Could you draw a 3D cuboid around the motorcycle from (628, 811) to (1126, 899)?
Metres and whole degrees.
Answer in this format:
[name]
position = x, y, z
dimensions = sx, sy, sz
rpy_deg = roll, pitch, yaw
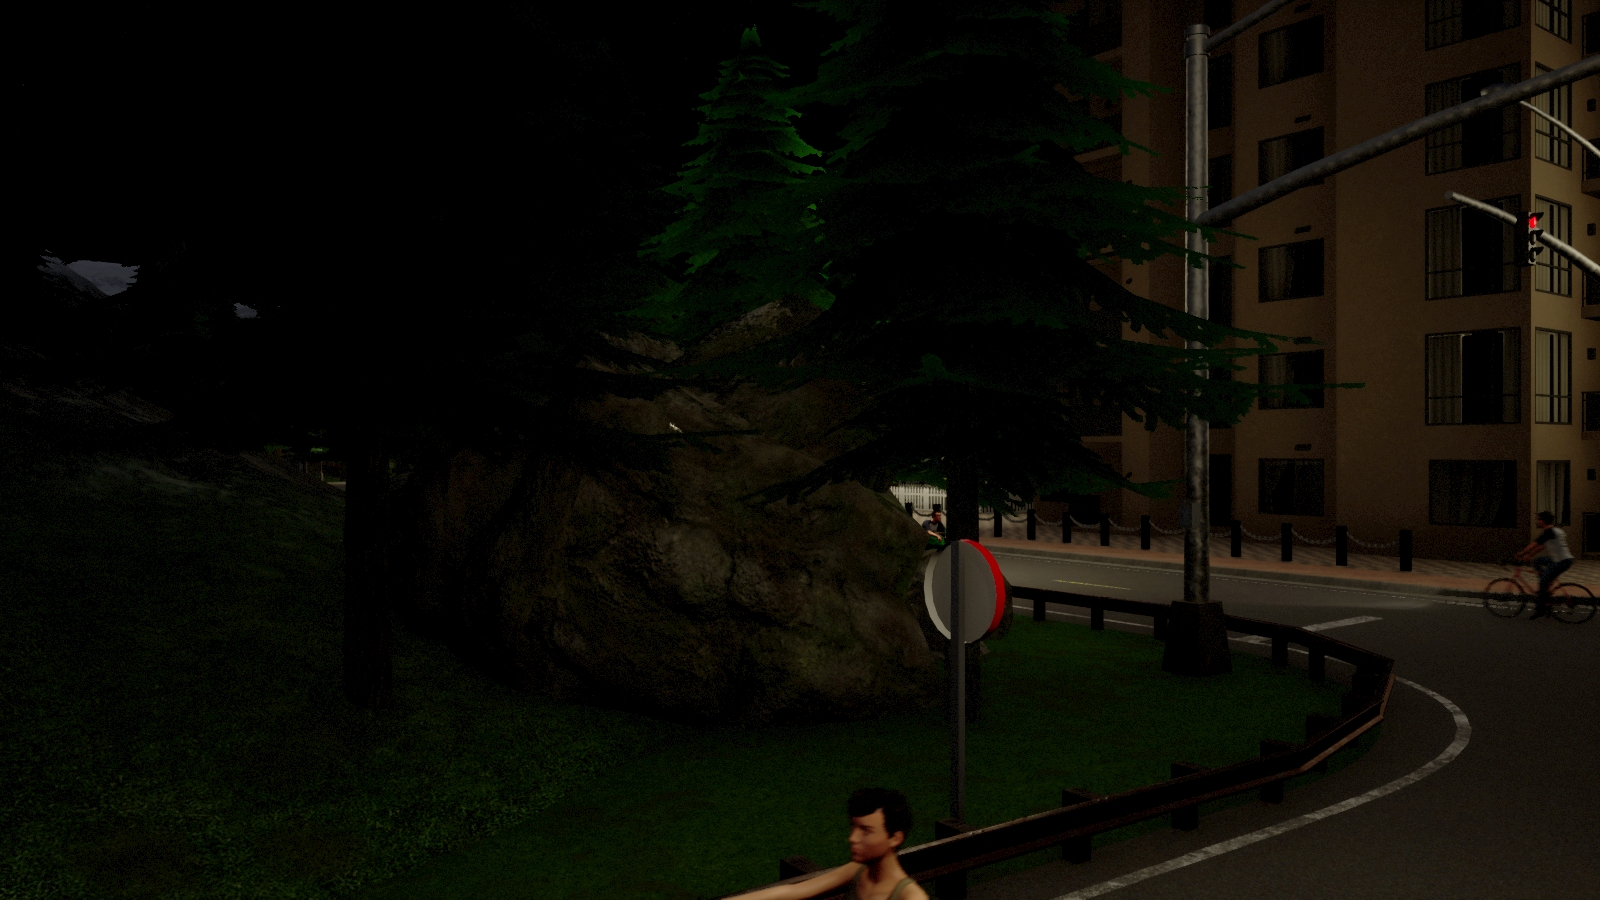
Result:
[motorcycle]
position = 0.004, 2.150, 3.787
dimensions = 2.356, 1.277, 0.764
rpy_deg = 0, 0, -35

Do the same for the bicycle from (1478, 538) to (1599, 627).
[bicycle]
position = 12.066, 2.135, 18.684
dimensions = 0.373, 1.314, 1.643
rpy_deg = 4, -3, -40
